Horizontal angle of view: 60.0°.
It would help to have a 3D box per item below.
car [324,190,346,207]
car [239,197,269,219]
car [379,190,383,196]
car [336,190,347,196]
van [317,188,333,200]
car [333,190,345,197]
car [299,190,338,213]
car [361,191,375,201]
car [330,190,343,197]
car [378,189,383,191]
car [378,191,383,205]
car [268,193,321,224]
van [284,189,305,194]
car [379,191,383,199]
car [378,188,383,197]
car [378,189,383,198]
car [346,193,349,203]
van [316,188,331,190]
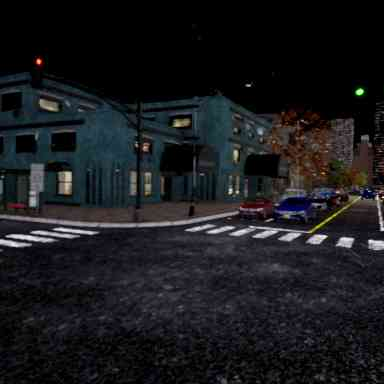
[{"bbox_3d":[15.298,0.840,36.496,1.994,1.385,4.181,3,2,29],"label":"car"},{"bbox_3d":[4.522,0.997,22.368,1.802,1.307,4.206,2,2,29],"label":"car"},{"bbox_3d":[46.808,0.276,81.570,1.752,1.417,4.829,2,2,29],"label":"car"},{"bbox_3d":[34.028,0.163,75.762,1.802,1.307,4.206,2,2,29],"label":"car"},{"bbox_3d":[20.621,0.302,51.485,1.690,1.788,3.998,2,2,29],"label":"van"},{"bbox_3d":[31.346,0.202,70.907,1.887,1.381,4.507,2,2,29],"label":"car"},{"bbox_3d":[10.882,0.892,28.512,2.128,1.511,4.902,3,2,29],"label":"car"},{"bbox_3d":[29.118,0.564,54.968,1.882,1.535,5.008,3,2,29],"label":"car"},{"bbox_3d":[28.663,0.299,66.053,1.947,1.339,4.313,2,2,29],"label":"car"},{"bbox_3d":[33.313,0.700,57.153,1.947,1.339,4.313,2,2,29],"label":"car"},{"bbox_3d":[25.266,0.912,42.591,2.008,1.369,4.403,2,2,29],"label":"car"},{"bbox_3d":[6.416,1.051,20.471,1.812,1.442,4.674,3,2,29],"label":"car"},{"bbox_3d":[9.892,0.605,32.069,1.690,1.788,3.998,2,2,29],"label":"van"},{"bbox_3d":[35.996,0.603,62.006,1.887,1.381,4.507,2,2,29],"label":"car"},{"bbox_3d":[44.047,0.145,76.562,2.192,1.841,5.009,2,2,29],"label":"car"},{"bbox_3d":[38.683,0.297,66.854,2.192,1.841,5.009,2,2,29],"label":"car"},{"bbox_3d":[20.212,0.740,45.331,1.895,1.301,4.718,3,2,29],"label":"car"},{"bbox_3d":[17.938,0.378,46.632,1.690,1.788,3.998,2,2,29],"label":"van"}]
